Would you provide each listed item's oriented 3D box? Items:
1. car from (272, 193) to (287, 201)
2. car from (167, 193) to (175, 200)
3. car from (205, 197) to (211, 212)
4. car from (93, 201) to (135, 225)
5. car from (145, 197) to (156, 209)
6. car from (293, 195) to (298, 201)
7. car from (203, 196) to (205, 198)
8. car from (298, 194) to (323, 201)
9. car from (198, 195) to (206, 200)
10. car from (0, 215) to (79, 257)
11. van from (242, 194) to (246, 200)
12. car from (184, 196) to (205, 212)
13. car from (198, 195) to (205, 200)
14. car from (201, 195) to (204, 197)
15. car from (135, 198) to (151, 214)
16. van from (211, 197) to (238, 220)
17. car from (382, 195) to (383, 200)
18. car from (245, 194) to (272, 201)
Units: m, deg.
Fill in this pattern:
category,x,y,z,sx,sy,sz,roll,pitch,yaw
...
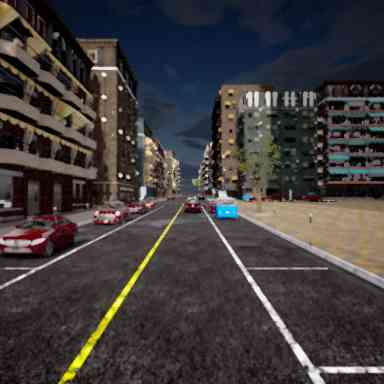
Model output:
category,x,y,z,sx,sy,sz,roll,pitch,yaw
car,19.285,1.201,76.788,5.009,1.841,2.192,0,0,0
car,-5.682,1.303,90.046,2.192,1.841,5.009,1,0,0
car,2.782,1.536,35.813,1.887,1.381,4.507,1,0,0
car,-5.684,1.435,23.964,1.967,1.590,4.097,1,0,0
car,-5.810,1.431,44.007,1.967,1.590,4.097,1,0,0
car,24.815,1.388,76.747,4.507,1.381,1.887,0,0,0
car,2.827,1.541,46.244,2.008,1.369,4.403,1,0,0
car,24.752,1.162,68.368,4.097,1.590,1.967,0,0,0
car,2.694,1.553,90.006,1.947,1.339,4.313,1,0,0
car,-5.681,1.579,12.825,1.802,1.307,4.206,1,0,0
van,13.758,1.270,76.827,3.998,1.788,1.690,0,0,0
car,0.097,1.538,37.851,2.033,1.411,5.357,0,0,0
car,2.694,1.569,95.577,1.802,1.307,4.206,1,0,0
car,2.826,1.540,51.814,2.008,1.369,4.403,1,0,0
car,-5.761,1.574,35.103,1.802,1.307,4.206,1,0,0
van,2.729,1.335,27.352,1.690,1.788,3.998,1,0,0
car,41.334,1.037,68.250,4.097,1.590,1.967,0,0,0
car,13.698,1.390,68.446,4.206,1.307,1.802,0,0,0
